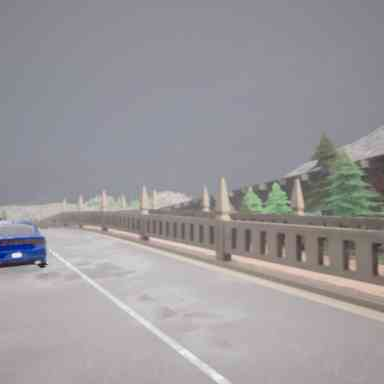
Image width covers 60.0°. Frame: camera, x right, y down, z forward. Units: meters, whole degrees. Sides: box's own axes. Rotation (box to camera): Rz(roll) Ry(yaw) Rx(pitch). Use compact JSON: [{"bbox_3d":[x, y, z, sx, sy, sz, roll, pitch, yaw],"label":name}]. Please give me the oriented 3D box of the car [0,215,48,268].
[{"bbox_3d":[-6.454,1.756,11.876,1.882,1.535,5.008,0,-1,-32],"label":"car"}]
